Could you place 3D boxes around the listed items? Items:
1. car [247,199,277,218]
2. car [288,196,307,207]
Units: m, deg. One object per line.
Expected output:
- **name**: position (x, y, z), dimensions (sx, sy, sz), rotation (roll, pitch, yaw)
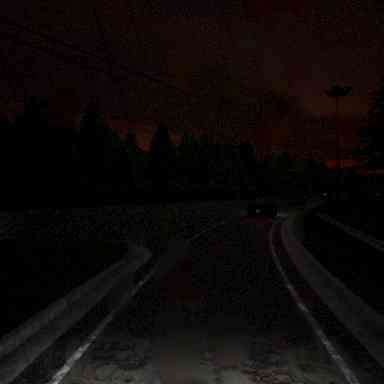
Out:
- **car**: position (6.018, 1.316, 28.142), dimensions (1.882, 1.535, 5.008), rotation (0, 0, 22)
- **car**: position (14.376, 1.246, 45.234), dimensions (2.128, 1.511, 4.902), rotation (0, 0, 28)
